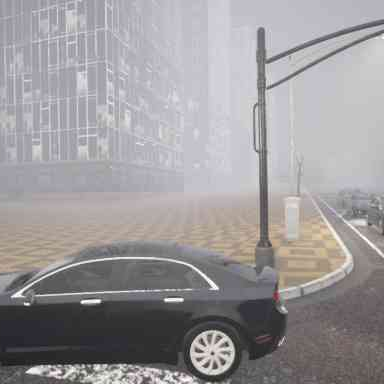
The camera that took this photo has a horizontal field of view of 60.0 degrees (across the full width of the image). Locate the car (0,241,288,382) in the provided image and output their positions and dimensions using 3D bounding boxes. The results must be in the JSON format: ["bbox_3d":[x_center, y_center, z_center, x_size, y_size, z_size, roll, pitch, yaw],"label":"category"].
[{"bbox_3d":[-1.153,1.505,4.795,4.892,1.490,1.837,0,0,0],"label":"car"}]

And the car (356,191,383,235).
[{"bbox_3d":[8.882,0.928,14.489,2.128,1.511,4.902,-1,2,18],"label":"car"}]

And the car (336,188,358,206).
[{"bbox_3d":[12.855,0.454,26.870,2.128,1.511,4.902,-1,2,18],"label":"car"}]

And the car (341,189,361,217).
[{"bbox_3d":[10.895,0.759,20.794,1.994,1.385,4.181,-1,2,17],"label":"car"}]
